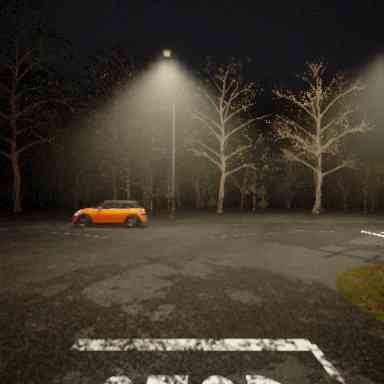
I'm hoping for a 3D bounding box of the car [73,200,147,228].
[{"bbox_3d":[-5.264,1.333,21.616,4.553,1.767,2.097,0,0,0],"label":"car"}]
